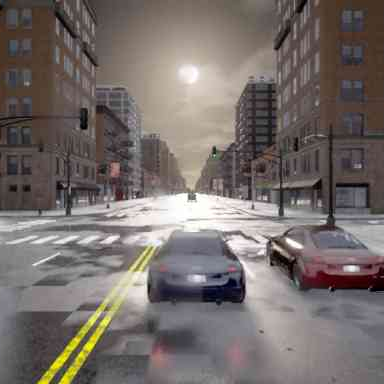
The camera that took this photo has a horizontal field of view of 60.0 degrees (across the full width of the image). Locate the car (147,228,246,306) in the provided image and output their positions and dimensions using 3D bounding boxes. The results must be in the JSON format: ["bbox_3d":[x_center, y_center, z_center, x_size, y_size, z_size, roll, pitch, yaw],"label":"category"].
[{"bbox_3d":[0.085,1.573,8.151,1.994,1.385,4.181,0,0,0],"label":"car"}]

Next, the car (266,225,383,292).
[{"bbox_3d":[3.336,1.574,8.951,1.994,1.385,4.181,0,0,0],"label":"car"}]

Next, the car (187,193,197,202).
[{"bbox_3d":[-0.024,1.293,80.211,2.150,2.045,5.566,0,0,0],"label":"car"}]

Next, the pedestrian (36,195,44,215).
[{"bbox_3d":[-14.152,1.201,31.014,0.375,1.860,0.375,0,0,0],"label":"pedestrian"}]
